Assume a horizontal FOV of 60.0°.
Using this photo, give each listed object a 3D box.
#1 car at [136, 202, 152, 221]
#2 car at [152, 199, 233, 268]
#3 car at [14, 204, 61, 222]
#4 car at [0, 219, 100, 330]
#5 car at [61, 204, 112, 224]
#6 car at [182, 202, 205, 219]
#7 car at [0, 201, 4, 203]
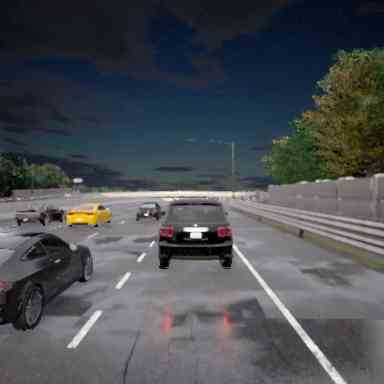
[{"bbox_3d":[-3.491,1.593,27.826,1.812,1.442,4.674,0,0,0],"label":"car"},{"bbox_3d":[0.104,1.239,11.476,2.150,2.045,5.566,0,0,0],"label":"car"},{"bbox_3d":[-10.392,1.545,23.207,2.128,1.511,4.902,0,0,0],"label":"car"},{"bbox_3d":[-3.497,1.531,6.764,1.812,1.442,4.674,0,0,0],"label":"car"},{"bbox_3d":[-6.892,1.530,22.808,1.882,1.535,5.008,0,0,0],"label":"car"},{"bbox_3d":[0.109,1.639,30.350,1.994,1.385,4.181,0,0,0],"label":"car"},{"bbox_3d":[-21.002,1.615,34.794,1.812,1.442,4.674,0,0,1],"label":"car"}]
